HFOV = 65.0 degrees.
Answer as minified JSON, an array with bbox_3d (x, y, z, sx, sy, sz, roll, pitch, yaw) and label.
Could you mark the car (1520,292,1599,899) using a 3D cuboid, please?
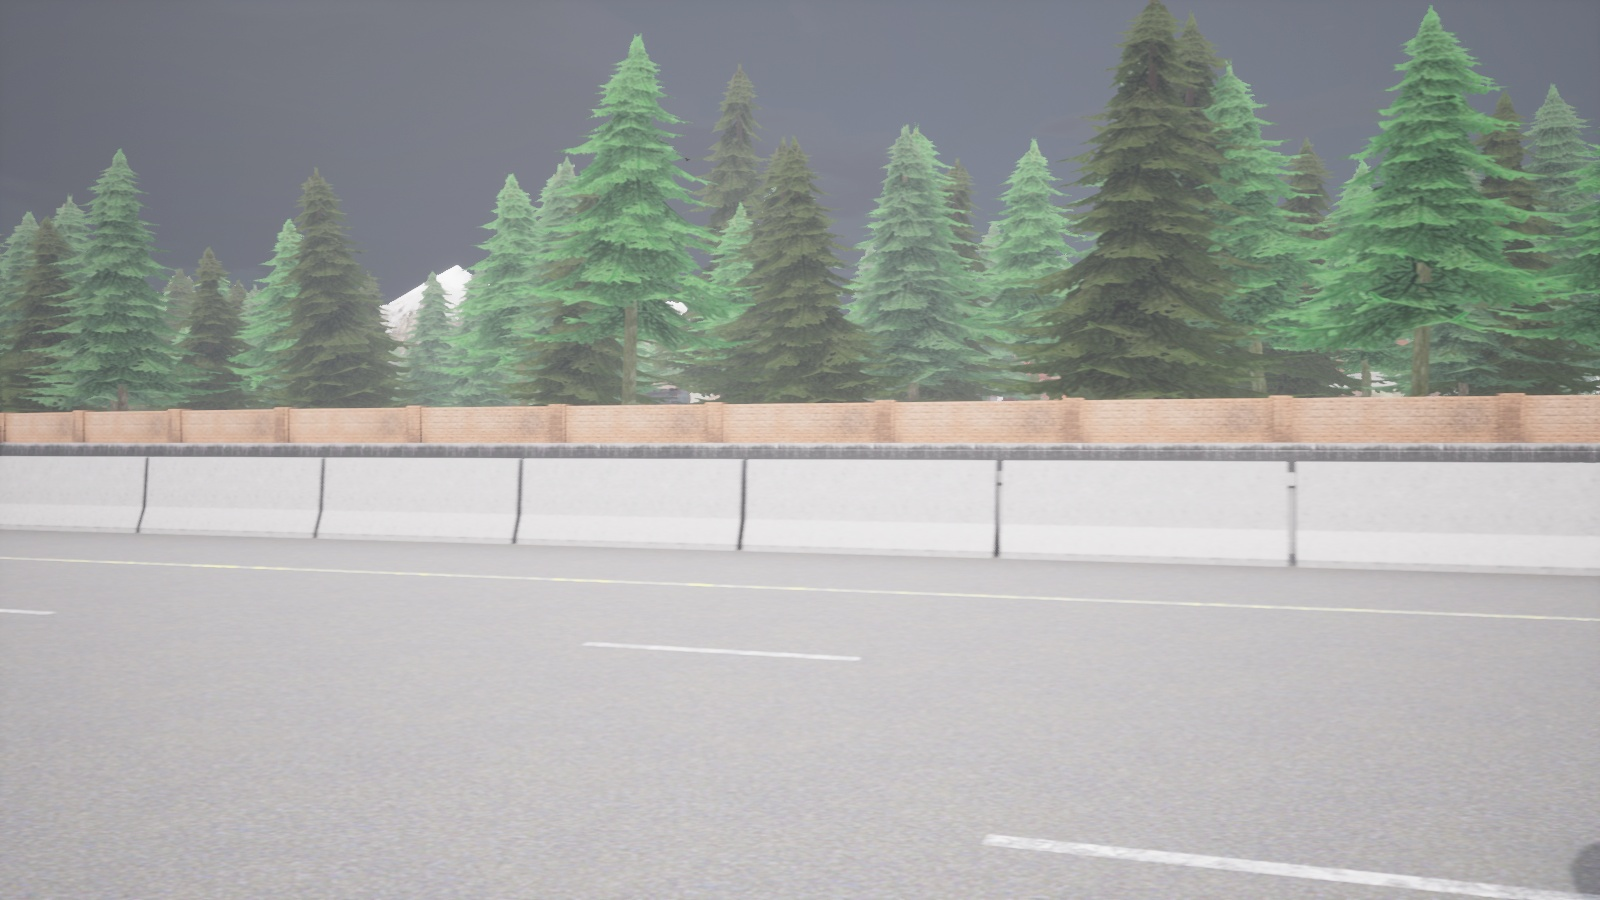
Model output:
[{"bbox_3d":[3.552,0.604,1.995,3.866,1.878,1.905,1,1,19],"label":"car"}]
